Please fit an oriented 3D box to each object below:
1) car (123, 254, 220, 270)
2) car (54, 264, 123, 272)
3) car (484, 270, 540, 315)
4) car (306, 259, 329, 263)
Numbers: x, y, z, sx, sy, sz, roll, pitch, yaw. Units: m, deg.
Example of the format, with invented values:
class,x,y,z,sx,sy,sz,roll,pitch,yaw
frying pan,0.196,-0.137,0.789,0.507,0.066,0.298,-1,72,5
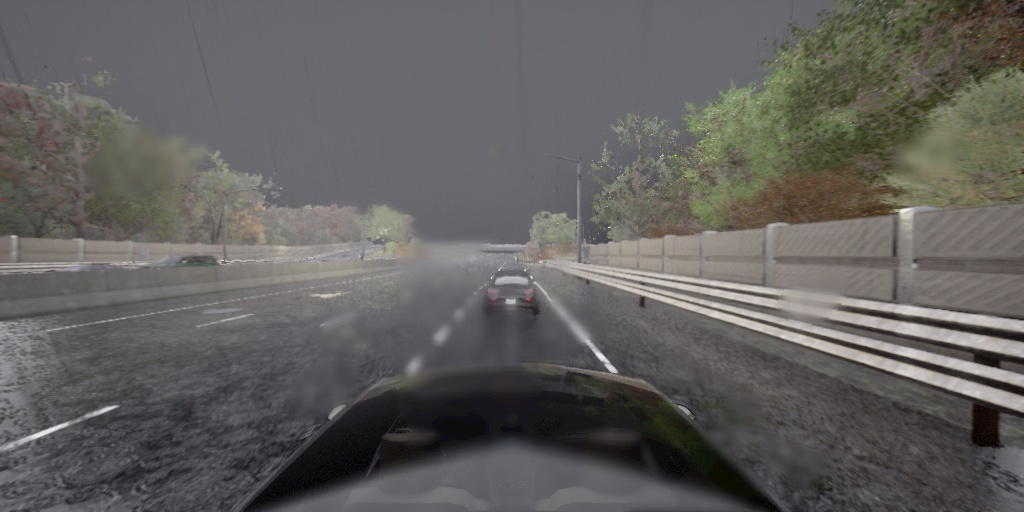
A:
class,x,y,z,sx,sy,sz,roll,pitch,yaw
car,-24.591,0.900,26.582,2.150,2.045,5.566,0,0,0
car,-28.094,1.230,23.872,2.033,1.411,5.357,0,0,0
car,-0.001,1.238,13.264,1.812,1.442,4.674,0,0,0
car,-21.033,1.124,38.556,1.882,1.535,5.008,0,0,0
